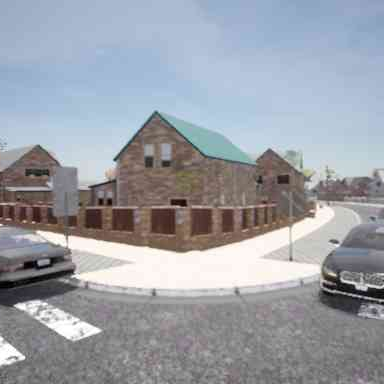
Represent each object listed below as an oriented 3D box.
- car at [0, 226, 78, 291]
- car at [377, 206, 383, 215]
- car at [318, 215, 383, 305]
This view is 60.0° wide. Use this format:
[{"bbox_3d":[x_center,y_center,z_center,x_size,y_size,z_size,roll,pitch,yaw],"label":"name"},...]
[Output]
[{"bbox_3d":[-5.311,1.641,8.872,5.357,1.411,2.033,-1,0,36],"label":"car"},{"bbox_3d":[8.861,1.403,14.273,2.097,1.767,4.553,0,0,29],"label":"car"},{"bbox_3d":[4.569,1.503,7.851,1.837,1.490,4.892,1,0,39],"label":"car"}]
